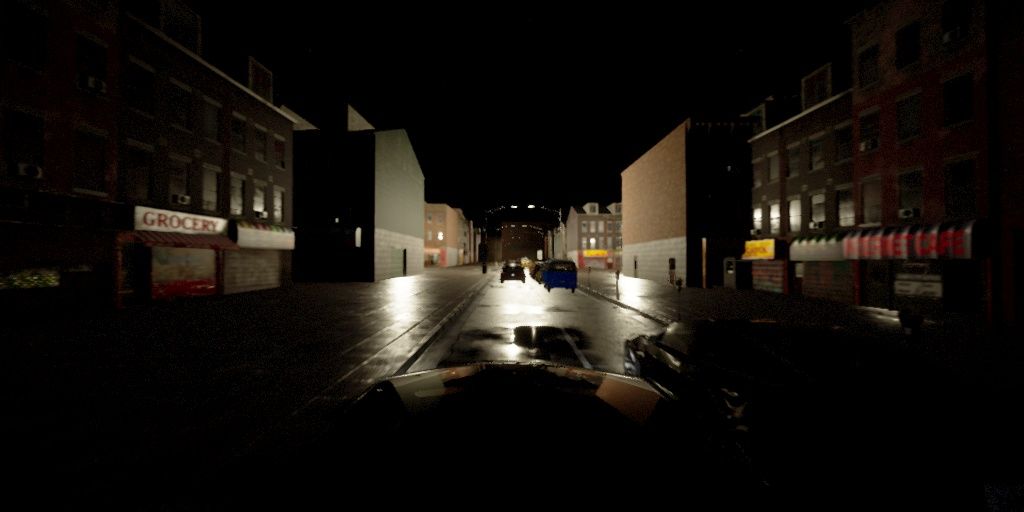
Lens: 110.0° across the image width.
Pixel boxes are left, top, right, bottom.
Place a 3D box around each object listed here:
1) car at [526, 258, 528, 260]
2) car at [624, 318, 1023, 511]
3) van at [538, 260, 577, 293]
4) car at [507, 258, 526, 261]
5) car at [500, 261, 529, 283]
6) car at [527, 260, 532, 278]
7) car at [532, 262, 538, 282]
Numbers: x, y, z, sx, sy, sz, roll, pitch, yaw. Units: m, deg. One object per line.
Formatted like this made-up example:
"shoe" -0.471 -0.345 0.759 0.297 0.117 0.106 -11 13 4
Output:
"car" 2.640 1.427 64.219 1.751 1.417 4.829 0 0 0
"car" 2.639 1.319 3.961 1.948 1.339 4.313 0 0 0
"van" 2.639 1.120 20.582 1.690 1.789 3.998 0 0 0
"car" 0.086 1.172 38.466 2.097 1.767 4.553 0 0 0
"car" 0.090 1.359 28.223 1.994 1.385 4.181 0 0 1
"car" 2.638 1.243 31.663 1.967 1.591 4.097 0 0 0
"car" 2.639 1.316 26.293 1.751 1.417 4.829 0 0 0
